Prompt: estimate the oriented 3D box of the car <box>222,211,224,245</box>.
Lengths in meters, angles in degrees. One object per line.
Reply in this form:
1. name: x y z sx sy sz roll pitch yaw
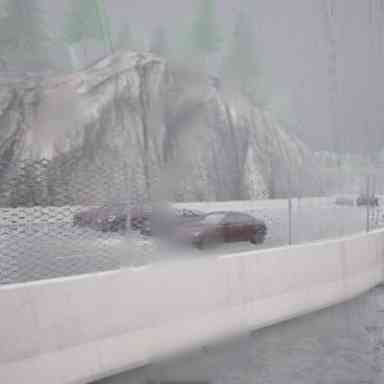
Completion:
1. car: 1.264 1.525 13.925 4.674 1.442 1.812 0 0 -39
